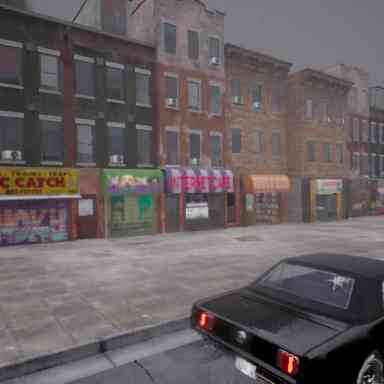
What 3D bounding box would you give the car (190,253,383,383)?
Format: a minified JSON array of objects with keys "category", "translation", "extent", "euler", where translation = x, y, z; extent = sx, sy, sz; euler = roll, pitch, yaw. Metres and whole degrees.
[{"category":"car","translation":[2.387,1.599,4.863],"extent":[4.718,1.301,1.895],"euler":[0,0,-35]}]
